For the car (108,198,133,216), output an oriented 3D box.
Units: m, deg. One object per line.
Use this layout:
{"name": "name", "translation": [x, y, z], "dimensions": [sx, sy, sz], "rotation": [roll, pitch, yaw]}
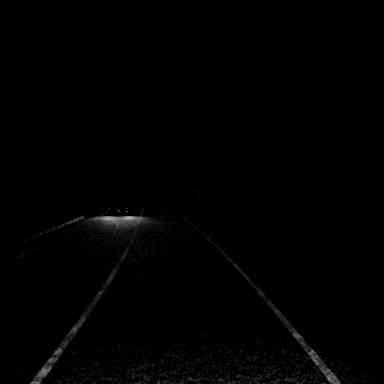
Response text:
{"name": "car", "translation": [-6.415, 1.325, 30.016], "dimensions": [1.837, 1.490, 4.892], "rotation": [0, 0, -7]}
